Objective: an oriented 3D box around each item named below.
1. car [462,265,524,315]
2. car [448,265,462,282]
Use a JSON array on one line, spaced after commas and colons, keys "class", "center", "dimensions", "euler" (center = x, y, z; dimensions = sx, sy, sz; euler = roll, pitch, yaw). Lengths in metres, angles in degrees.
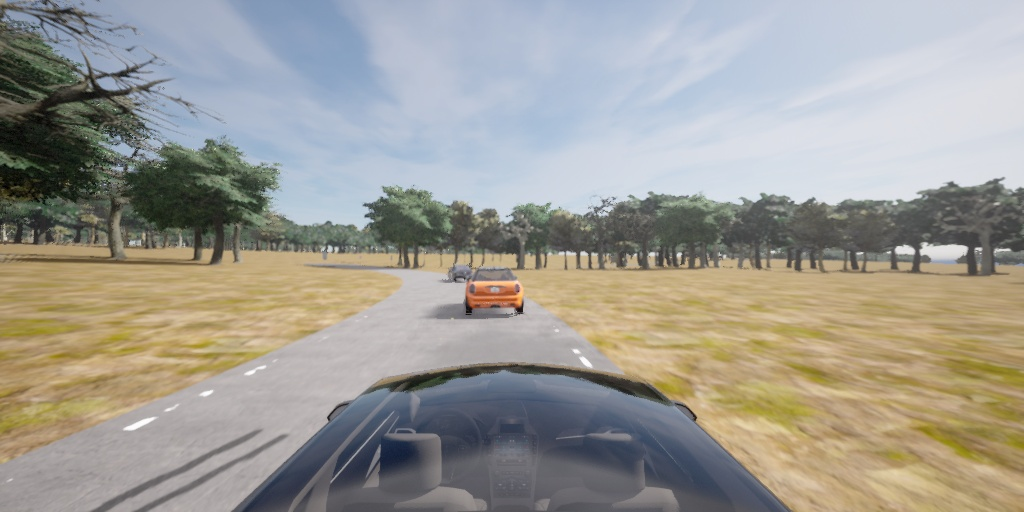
[{"class": "car", "center": [-0.797, 1.195, 14.387], "dimensions": [2.097, 1.767, 4.553], "euler": [0, -1, -6]}, {"class": "car", "center": [-4.750, 1.553, 33.039], "dimensions": [2.033, 1.411, 5.357], "euler": [0, -1, -17]}]
